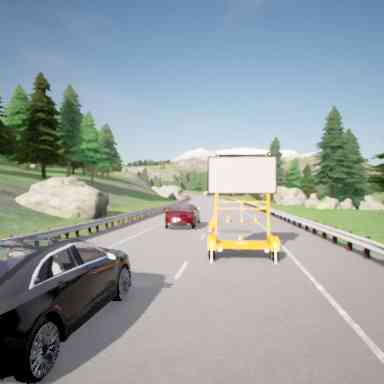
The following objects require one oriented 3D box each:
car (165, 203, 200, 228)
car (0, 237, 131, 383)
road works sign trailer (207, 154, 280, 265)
[{"bbox_3d":[-0.556,1.478,22.272,1.882,1.535,5.008,0,0,6],"label":"car"},{"bbox_3d":[-2.476,1.490,5.480,2.128,1.511,4.902,0,0,7],"label":"car"},{"bbox_3d":[1.771,0.465,11.834,2.380,3.560,2.880,0,0,6],"label":"road works sign trailer"}]
